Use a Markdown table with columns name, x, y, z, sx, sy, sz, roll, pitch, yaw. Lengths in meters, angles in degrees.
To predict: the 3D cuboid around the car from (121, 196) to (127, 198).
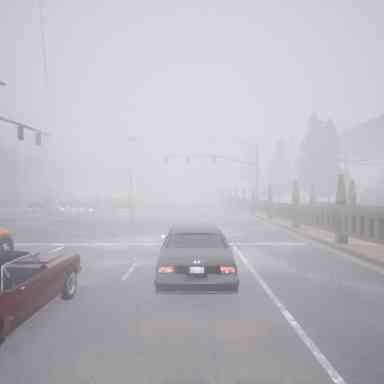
| name | x | y | z | sx | sy | sz | roll | pitch | yaw |
| --- | --- | --- | --- | --- | --- | --- | --- | --- | --- |
| car | -14.086 | 1.491 | 67.754 | 2.128 | 1.511 | 4.902 | 0 | 0 | 0 |

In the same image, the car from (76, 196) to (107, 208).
| name | x | y | z | sx | sy | sz | roll | pitch | yaw |
| --- | --- | --- | --- | --- | --- | --- | --- | --- | --- |
| car | -14.157 | 1.547 | 47.238 | 2.033 | 1.411 | 5.357 | 0 | 0 | 0 |

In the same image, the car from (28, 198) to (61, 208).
| name | x | y | z | sx | sy | sz | roll | pitch | yaw |
| --- | --- | --- | --- | --- | --- | --- | --- | --- | --- |
| car | -21.157 | 1.547 | 47.347 | 2.033 | 1.411 | 5.357 | 0 | 0 | 0 |

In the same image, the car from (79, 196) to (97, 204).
| name | x | y | z | sx | sy | sz | roll | pitch | yaw |
| --- | --- | --- | --- | --- | --- | --- | --- | --- | --- |
| car | -21.085 | 1.525 | 67.558 | 2.128 | 1.511 | 4.902 | 0 | 0 | 0 |

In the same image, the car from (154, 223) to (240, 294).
| name | x | y | z | sx | sy | sz | roll | pitch | yaw |
| --- | --- | --- | --- | --- | --- | --- | --- | --- | --- |
| car | 0.089 | 1.548 | 8.910 | 2.033 | 1.411 | 5.357 | 0 | 0 | 0 |

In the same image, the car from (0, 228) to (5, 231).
| name | x | y | z | sx | sy | sz | roll | pitch | yaw |
| --- | --- | --- | --- | --- | --- | --- | --- | --- | --- |
| car | -6.911 | 1.352 | 9.116 | 2.097 | 1.767 | 4.553 | 0 | 0 | 0 |

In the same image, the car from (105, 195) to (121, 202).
| name | x | y | z | sx | sy | sz | roll | pitch | yaw |
| --- | --- | --- | --- | --- | --- | --- | --- | --- | --- |
| car | -14.147 | 1.601 | 57.310 | 1.895 | 1.301 | 4.718 | 0 | 0 | 0 |

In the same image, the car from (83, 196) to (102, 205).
| name | x | y | z | sx | sy | sz | roll | pitch | yaw |
| --- | --- | --- | --- | --- | --- | --- | --- | --- | --- |
| car | -17.638 | 1.478 | 59.395 | 1.882 | 1.535 | 5.008 | 0 | 0 | 0 |

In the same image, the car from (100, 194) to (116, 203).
| name | x | y | z | sx | sy | sz | roll | pitch | yaw |
| --- | --- | --- | --- | --- | --- | --- | --- | --- | --- |
| car | -17.587 | 1.355 | 69.694 | 2.097 | 1.767 | 4.553 | 0 | 0 | 0 |

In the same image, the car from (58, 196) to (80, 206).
| name | x | y | z | sx | sy | sz | roll | pitch | yaw |
| --- | --- | --- | --- | --- | --- | --- | --- | --- | --- |
| car | -21.143 | 1.478 | 57.218 | 1.882 | 1.535 | 5.008 | 0 | 0 | 0 |

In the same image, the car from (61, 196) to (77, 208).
| name | x | y | z | sx | sy | sz | roll | pitch | yaw |
| --- | --- | --- | --- | --- | --- | --- | --- | --- | --- |
| car | -17.641 | 1.526 | 49.360 | 1.812 | 1.442 | 4.674 | 0 | 0 | 0 |

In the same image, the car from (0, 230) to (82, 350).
| name | x | y | z | sx | sy | sz | roll | pitch | yaw |
| --- | --- | --- | --- | --- | --- | --- | --- | --- | --- |
| car | -3.406 | 1.601 | 5.453 | 1.895 | 1.301 | 4.718 | 0 | 0 | 0 |
